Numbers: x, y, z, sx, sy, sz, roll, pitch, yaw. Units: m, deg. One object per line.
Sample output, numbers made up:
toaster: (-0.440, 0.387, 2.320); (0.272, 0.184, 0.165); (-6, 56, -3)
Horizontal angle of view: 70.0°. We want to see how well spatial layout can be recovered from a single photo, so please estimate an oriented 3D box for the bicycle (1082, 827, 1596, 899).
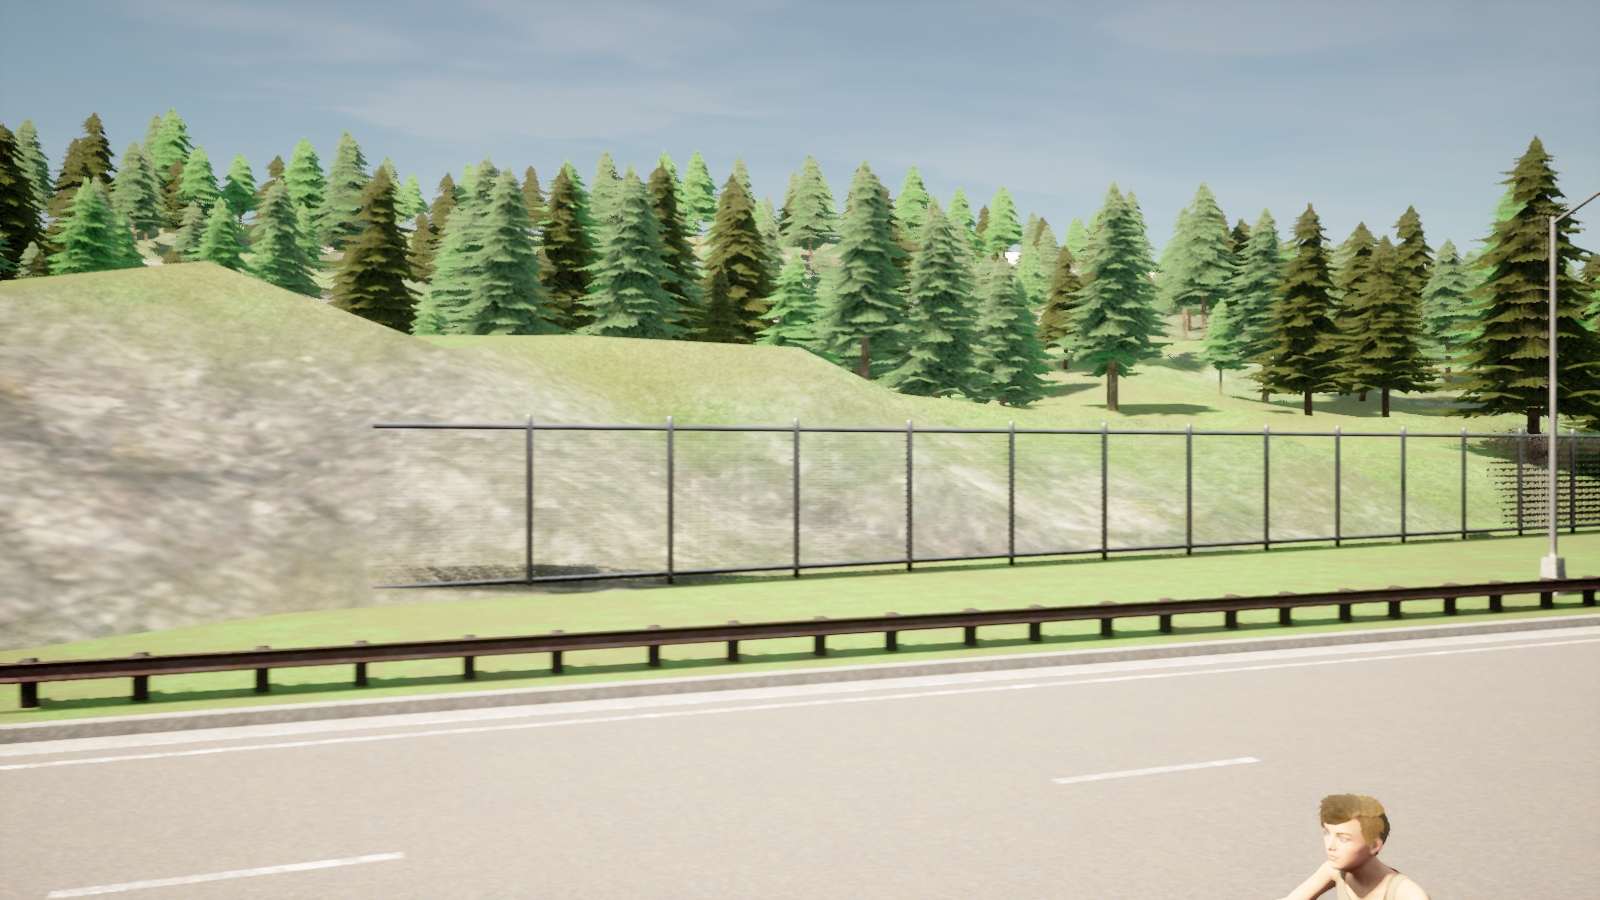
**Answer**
bicycle: (1.861, 2.158, 3.957); (1.487, 1.277, 0.859); (0, 0, -20)
